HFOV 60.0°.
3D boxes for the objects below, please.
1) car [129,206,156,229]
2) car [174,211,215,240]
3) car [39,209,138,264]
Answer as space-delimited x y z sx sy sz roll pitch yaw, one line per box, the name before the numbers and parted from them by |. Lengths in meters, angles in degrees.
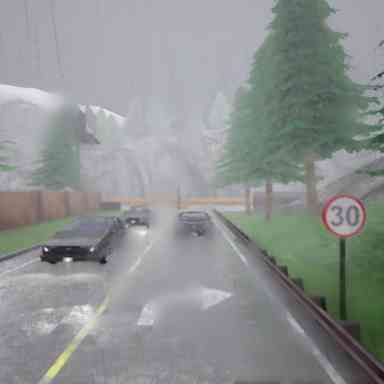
car | -3.549 1.625 22.237 1.994 1.385 4.181 0 0 1
car | 0.106 1.644 17.245 1.895 1.301 4.718 0 0 0
car | -3.573 1.582 12.249 2.033 1.411 5.357 0 0 0
